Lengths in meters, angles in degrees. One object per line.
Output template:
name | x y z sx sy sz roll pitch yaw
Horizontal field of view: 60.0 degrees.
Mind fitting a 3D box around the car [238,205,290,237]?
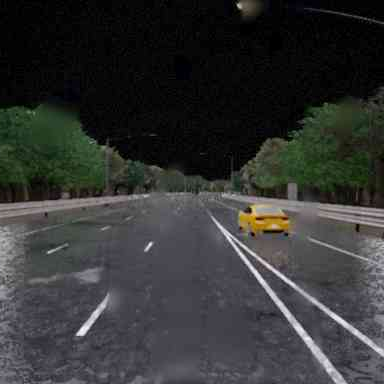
car | 3.730 1.438 17.962 1.882 1.535 5.008 0 0 -2
